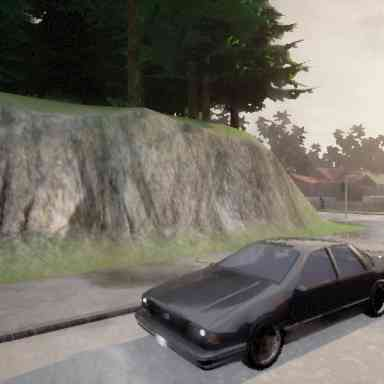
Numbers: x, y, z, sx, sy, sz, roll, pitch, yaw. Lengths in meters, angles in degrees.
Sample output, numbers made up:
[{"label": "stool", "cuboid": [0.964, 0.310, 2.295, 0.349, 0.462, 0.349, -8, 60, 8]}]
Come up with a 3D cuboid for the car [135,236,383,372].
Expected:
[{"label": "car", "cuboid": [1.765, 1.547, 5.877, 5.357, 1.411, 2.033, 0, 0, -36]}]

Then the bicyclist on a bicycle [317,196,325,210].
[{"label": "bicyclist on a bicycle", "cuboid": [15.552, 1.349, 39.986, 1.656, 1.620, 0.582, 0, 0, -36]}]
